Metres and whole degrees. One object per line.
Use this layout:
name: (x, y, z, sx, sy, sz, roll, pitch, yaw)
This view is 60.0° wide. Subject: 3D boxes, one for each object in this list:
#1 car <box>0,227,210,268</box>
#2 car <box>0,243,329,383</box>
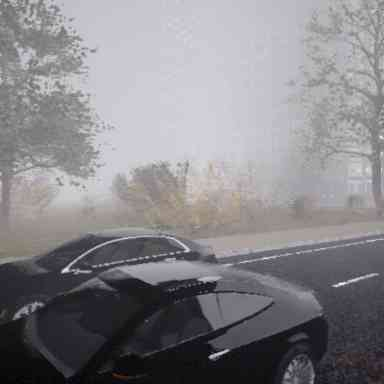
car: (-1.669, 1.509, 6.488, 4.892, 1.490, 1.837, 0, 0, -36)
car: (-0.494, 1.529, 3.333, 4.674, 1.442, 1.812, 0, 0, -35)
